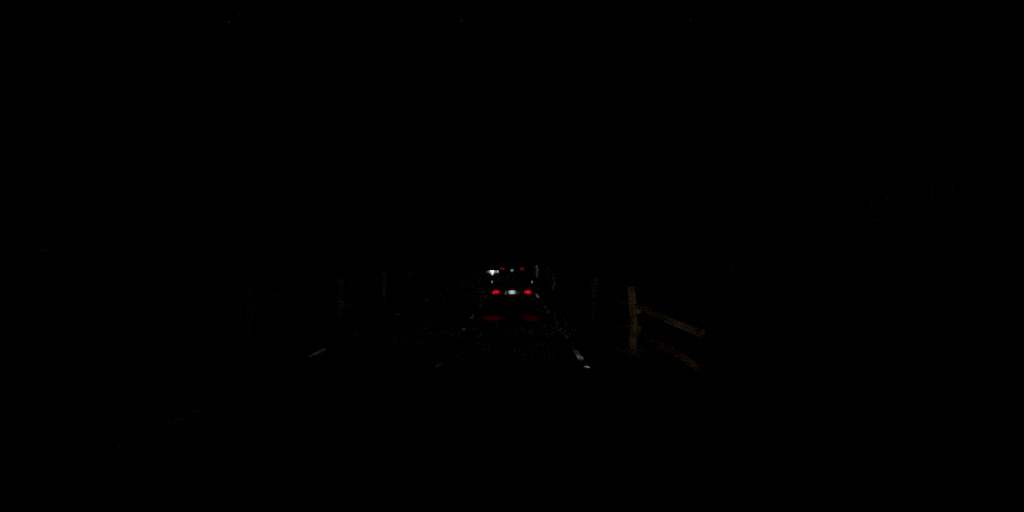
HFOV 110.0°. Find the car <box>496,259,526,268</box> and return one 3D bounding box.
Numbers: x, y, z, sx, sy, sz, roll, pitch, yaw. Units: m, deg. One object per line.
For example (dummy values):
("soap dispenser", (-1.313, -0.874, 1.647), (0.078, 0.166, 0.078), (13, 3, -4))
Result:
("car", (0.001, 1.239, 30.865), (2.150, 2.045, 5.566), (0, 0, 0))

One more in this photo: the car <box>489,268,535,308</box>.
("car", (0.001, 1.429, 15.849), (2.033, 1.411, 5.357), (0, -1, 0))
